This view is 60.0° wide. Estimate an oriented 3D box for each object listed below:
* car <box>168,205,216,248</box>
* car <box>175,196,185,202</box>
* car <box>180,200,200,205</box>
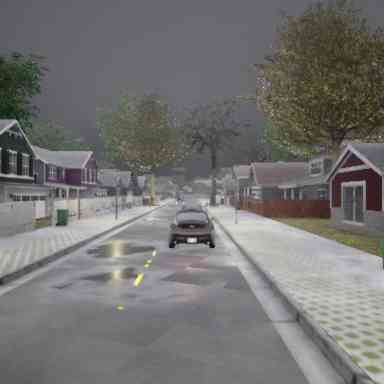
[{"bbox_3d":[0.000,1.524,14.650,1.837,1.490,4.892,0,0,0],"label":"car"},{"bbox_3d":[-2.750,1.611,76.723,1.837,1.490,4.892,0,0,0],"label":"car"},{"bbox_3d":[0.000,1.643,29.681,1.895,1.301,4.718,0,0,0],"label":"car"}]
